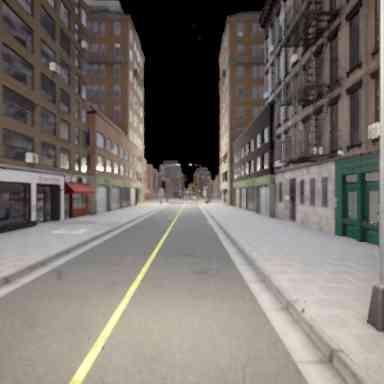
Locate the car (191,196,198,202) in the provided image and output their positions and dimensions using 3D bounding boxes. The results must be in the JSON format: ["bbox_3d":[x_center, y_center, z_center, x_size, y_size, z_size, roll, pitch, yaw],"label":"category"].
[{"bbox_3d":[0.763,1.944,94.032,1.752,1.417,4.829,0,0,0],"label":"car"}]
